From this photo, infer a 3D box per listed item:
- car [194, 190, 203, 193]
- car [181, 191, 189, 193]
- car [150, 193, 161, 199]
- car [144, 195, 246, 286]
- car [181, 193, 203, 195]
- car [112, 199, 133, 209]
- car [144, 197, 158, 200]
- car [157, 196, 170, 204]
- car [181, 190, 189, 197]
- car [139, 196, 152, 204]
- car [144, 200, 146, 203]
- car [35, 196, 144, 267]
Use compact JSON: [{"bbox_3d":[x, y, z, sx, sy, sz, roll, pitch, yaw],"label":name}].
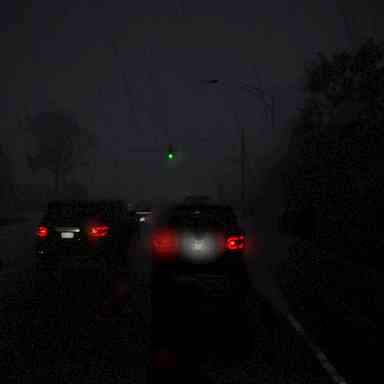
[{"bbox_3d":[1.495,0.999,77.477,2.097,1.767,4.553,0,3,1],"label":"car"},{"bbox_3d":[-2.013,1.202,77.178,2.033,1.411,5.357,0,3,1],"label":"car"},{"bbox_3d":[-8.913,0.982,81.730,1.994,1.385,4.181,0,3,1],"label":"car"},{"bbox_3d":[0.179,1.242,9.599,2.150,2.045,5.566,0,0,1],"label":"car"},{"bbox_3d":[0.392,1.263,22.532,2.150,2.045,5.566,0,0,1],"label":"car"},{"bbox_3d":[-9.775,1.655,47.278,1.994,1.385,4.181,0,0,1],"label":"car"},{"bbox_3d":[-6.298,1.690,46.282,1.895,1.301,4.718,0,0,1],"label":"car"},{"bbox_3d":[-5.742,1.600,67.543,2.033,1.411,5.357,0,1,2],"label":"car"},{"bbox_3d":[-1.781,0.464,87.591,1.882,1.535,5.008,0,3,1],"label":"car"},{"bbox_3d":[-9.271,1.548,66.778,1.882,1.535,5.008,0,1,2],"label":"car"},{"bbox_3d":[-3.094,1.537,23.405,2.128,1.511,4.902,0,0,1],"label":"car"},{"bbox_3d":[-3.296,1.245,11.571,2.150,2.045,5.566,0,0,1],"label":"car"}]
